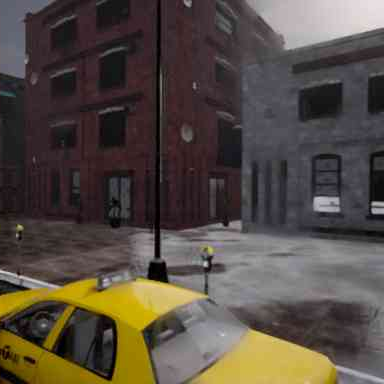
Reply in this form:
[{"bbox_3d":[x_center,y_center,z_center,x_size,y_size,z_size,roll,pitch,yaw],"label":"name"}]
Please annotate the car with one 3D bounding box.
[{"bbox_3d":[-1.010,1.526,3.596,4.829,1.417,1.752,0,1,36],"label":"car"}]
